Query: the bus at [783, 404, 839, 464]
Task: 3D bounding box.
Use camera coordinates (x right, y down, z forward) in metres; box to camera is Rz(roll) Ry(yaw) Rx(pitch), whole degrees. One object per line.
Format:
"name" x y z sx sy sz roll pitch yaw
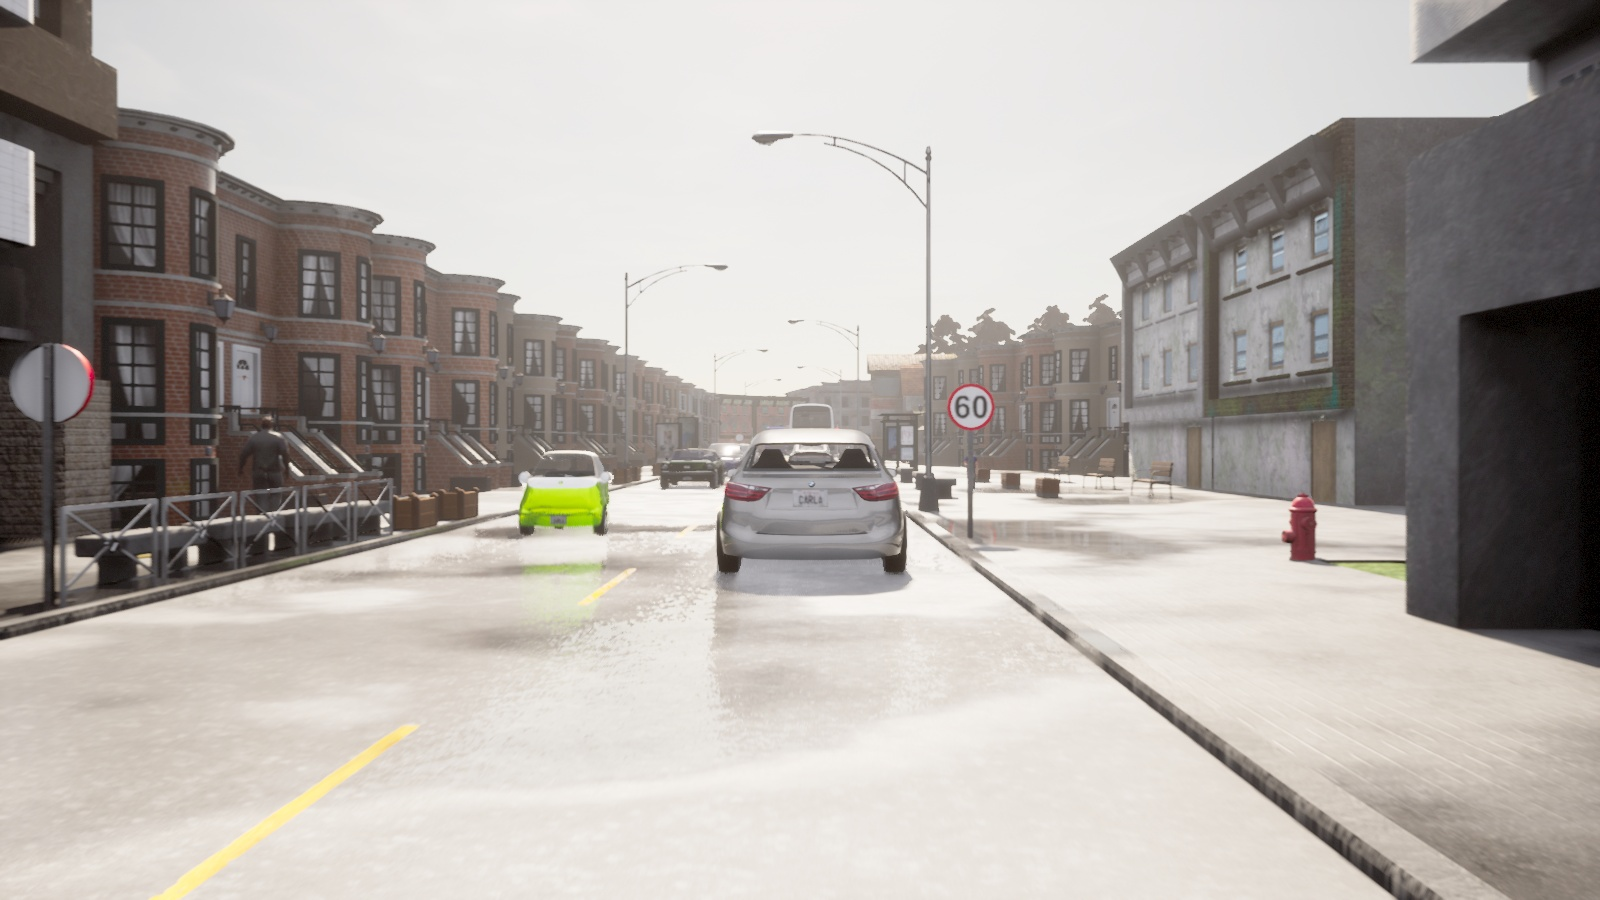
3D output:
"bus" 0.852 -1.156 93.402 3.944 4.253 10.273 0 0 1

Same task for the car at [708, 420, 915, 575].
"car" 0.142 0.501 15.877 2.242 1.667 4.611 0 0 0

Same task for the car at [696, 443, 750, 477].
"car" -3.489 0.417 57.941 2.163 1.488 4.792 0 0 1

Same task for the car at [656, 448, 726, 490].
"car" -3.635 0.604 42.636 1.895 1.301 4.718 0 0 1

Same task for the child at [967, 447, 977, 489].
"child" 5.167 0.527 37.780 0.270 1.263 0.437 0 0 6

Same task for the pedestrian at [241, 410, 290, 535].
"pedestrian" -8.272 0.340 19.444 0.563 1.883 0.849 0 0 -14

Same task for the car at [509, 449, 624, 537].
"car" -3.819 0.681 20.796 1.481 1.376 2.207 0 0 0
